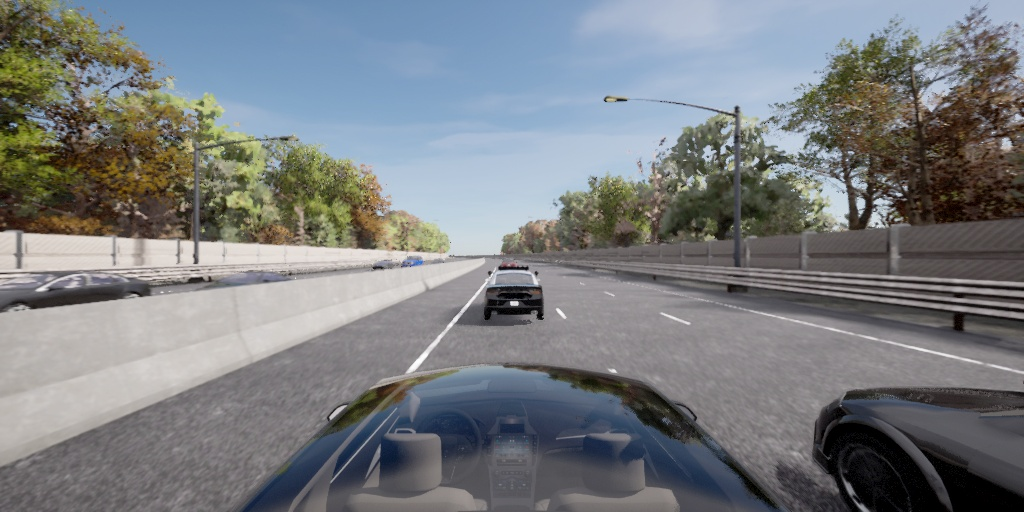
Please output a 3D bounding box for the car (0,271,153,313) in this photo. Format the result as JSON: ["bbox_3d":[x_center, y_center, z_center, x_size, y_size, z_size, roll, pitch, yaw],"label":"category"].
[{"bbox_3d":[-14.138,1.247,11.098,2.128,1.511,4.902,0,0,0],"label":"car"}]

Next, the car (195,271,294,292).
[{"bbox_3d":[-10.663,1.320,14.692,1.994,1.385,4.181,0,0,0],"label":"car"}]

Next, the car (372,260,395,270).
[{"bbox_3d":[-18.299,1.311,51.425,2.033,1.411,5.357,0,0,-1],"label":"car"}]

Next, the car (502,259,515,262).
[{"bbox_3d":[-0.410,1.117,43.033,2.097,1.767,4.553,0,0,-1],"label":"car"}]

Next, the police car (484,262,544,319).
[{"bbox_3d":[0.050,1.179,13.018,1.930,1.638,5.238,0,0,0],"label":"police car"}]

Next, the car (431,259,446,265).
[{"bbox_3d":[-11.423,1.273,55.851,1.837,1.490,4.892,0,0,-1],"label":"car"}]

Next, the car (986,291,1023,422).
[{"bbox_3d":[7.092,1.226,2.152,1.882,1.535,5.008,0,0,0],"label":"car"}]

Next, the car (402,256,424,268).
[{"bbox_3d":[-14.865,0.985,54.134,2.150,2.045,5.566,0,0,-1],"label":"car"}]

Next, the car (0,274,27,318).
[{"bbox_3d":[-17.633,1.320,10.205,1.994,1.385,4.181,0,0,0],"label":"car"}]

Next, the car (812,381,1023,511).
[{"bbox_3d":[3.591,1.313,1.352,1.994,1.385,4.181,0,0,0],"label":"car"}]
